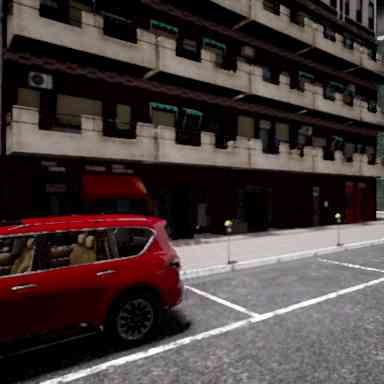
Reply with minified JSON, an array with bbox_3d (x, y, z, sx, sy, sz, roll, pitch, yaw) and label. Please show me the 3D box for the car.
[{"bbox_3d":[-2.452,1.317,4.806,5.009,1.841,2.192,0,0,-36],"label":"car"}]
